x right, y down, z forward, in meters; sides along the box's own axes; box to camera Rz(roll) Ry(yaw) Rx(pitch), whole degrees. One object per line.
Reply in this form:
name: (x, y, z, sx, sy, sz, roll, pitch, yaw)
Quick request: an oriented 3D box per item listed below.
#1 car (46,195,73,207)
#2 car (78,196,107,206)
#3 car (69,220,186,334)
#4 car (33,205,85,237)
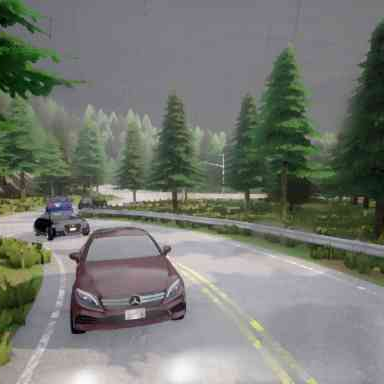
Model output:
car: (-12.828, 1.326, 32.226, 2.150, 2.045, 5.566, -1, 0, -18)
car: (-12.673, 1.289, 42.812, 2.097, 1.767, 4.553, 2, 2, 13)
car: (-1.514, 1.523, 7.061, 1.812, 1.442, 4.674, -2, 0, -17)
car: (-7.035, 1.664, 17.764, 1.994, 1.385, 4.181, -4, 2, -38)
